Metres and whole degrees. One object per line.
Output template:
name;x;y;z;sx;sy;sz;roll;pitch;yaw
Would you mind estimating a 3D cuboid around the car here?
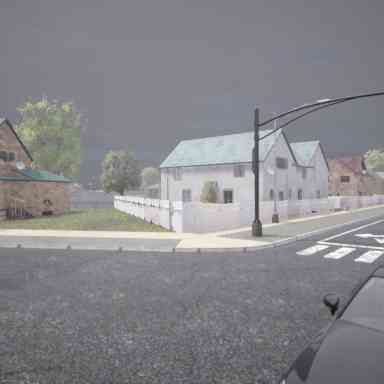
car;2.551;1.524;3.451;1.812;1.442;4.674;0;0;42
